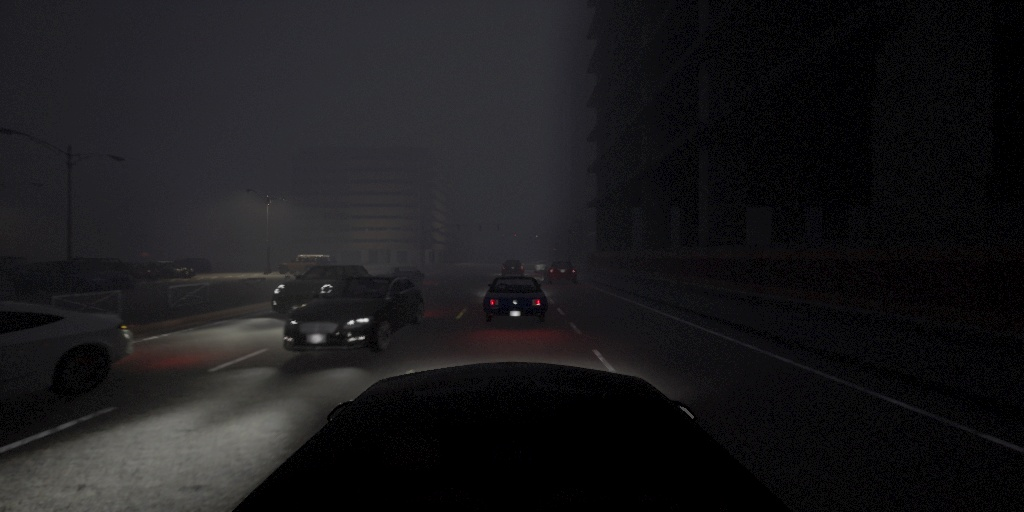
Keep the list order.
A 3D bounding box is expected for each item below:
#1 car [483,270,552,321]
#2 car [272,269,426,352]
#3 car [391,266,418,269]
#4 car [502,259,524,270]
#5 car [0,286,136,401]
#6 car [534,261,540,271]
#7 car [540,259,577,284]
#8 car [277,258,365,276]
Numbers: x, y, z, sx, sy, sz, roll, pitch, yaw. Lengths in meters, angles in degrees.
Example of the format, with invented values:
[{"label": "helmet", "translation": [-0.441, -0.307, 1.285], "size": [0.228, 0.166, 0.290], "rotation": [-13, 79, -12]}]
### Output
[{"label": "car", "translation": [0.095, 1.349, 12.427], "size": [1.895, 1.301, 4.718], "rotation": [0, 0, 0]}, {"label": "car", "translation": [-3.550, 1.241, 8.987], "size": [2.128, 1.511, 4.902], "rotation": [0, 0, 1]}, {"label": "car", "translation": [-7.026, 1.348, 23.007], "size": [1.895, 1.301, 4.718], "rotation": [0, 0, 1]}, {"label": "car", "translation": [0.083, 1.097, 34.418], "size": [2.097, 1.767, 4.553], "rotation": [0, 0, 0]}, {"label": "car", "translation": [-7.096, 1.276, 3.924], "size": [1.812, 1.442, 4.674], "rotation": [0, 0, 0]}, {"label": "car", "translation": [3.587, 1.270, 42.363], "size": [1.812, 1.442, 4.674], "rotation": [0, 0, 0]}, {"label": "car", "translation": [3.593, 1.097, 27.421], "size": [2.097, 1.767, 4.553], "rotation": [0, 0, 0]}, {"label": "car", "translation": [-7.005, 1.100, 13.890], "size": [2.097, 1.767, 4.553], "rotation": [0, 0, 0]}]
